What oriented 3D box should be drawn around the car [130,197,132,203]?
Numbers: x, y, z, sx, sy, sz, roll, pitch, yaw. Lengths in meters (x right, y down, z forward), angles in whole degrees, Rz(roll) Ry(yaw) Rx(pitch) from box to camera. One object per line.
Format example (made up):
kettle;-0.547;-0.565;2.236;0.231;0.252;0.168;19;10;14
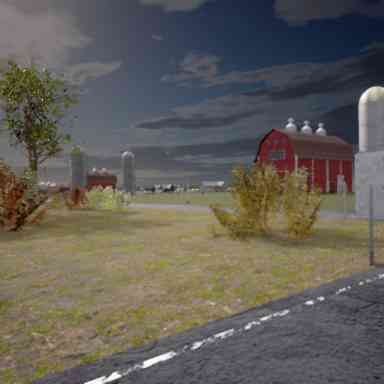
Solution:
car;-11.930;1.093;54.790;2.150;2.045;5.566;-1;0;-35
